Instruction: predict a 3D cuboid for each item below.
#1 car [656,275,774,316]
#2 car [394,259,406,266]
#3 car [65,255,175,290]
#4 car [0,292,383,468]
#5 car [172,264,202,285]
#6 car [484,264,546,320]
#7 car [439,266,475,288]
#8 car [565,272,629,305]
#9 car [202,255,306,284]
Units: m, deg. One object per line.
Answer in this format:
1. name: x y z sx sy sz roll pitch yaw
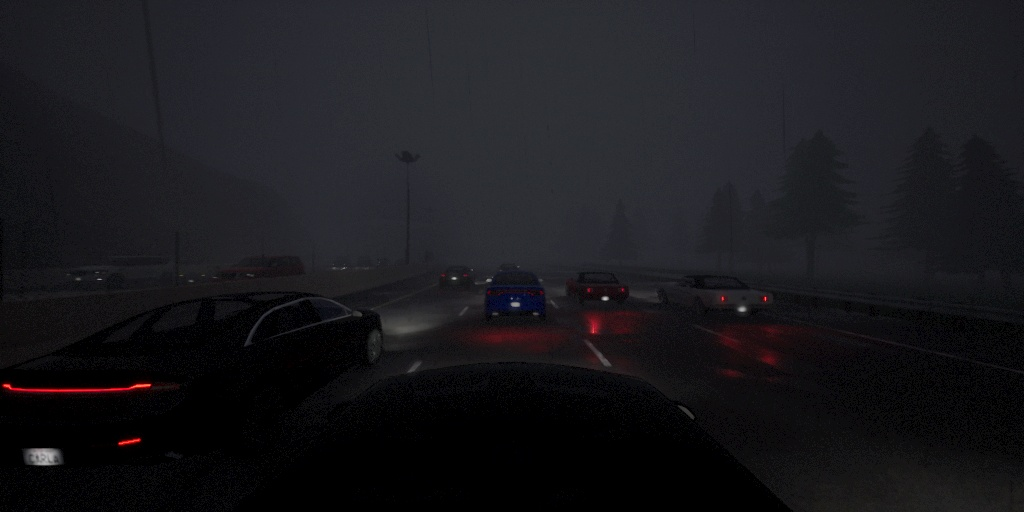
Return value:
1. car: 7.102 1.352 13.276 1.895 1.301 4.718 0 0 0
2. car: -18.712 1.228 60.703 1.882 1.535 5.008 0 0 -12
3. car: -24.709 0.974 23.114 2.150 2.045 5.566 0 0 -2
4. car: -3.397 1.241 5.025 2.128 1.511 4.902 0 0 0
5. car: -21.297 1.351 25.916 1.895 1.301 4.718 0 0 -2
6. car: 0.105 1.228 12.676 1.882 1.535 5.008 0 0 0
7. car: -3.523 1.314 23.523 1.994 1.385 4.181 0 0 -1
8. car: 3.598 1.351 16.070 1.895 1.301 4.718 0 0 0
9. car: -14.154 0.971 20.504 2.150 2.045 5.566 0 0 -1
